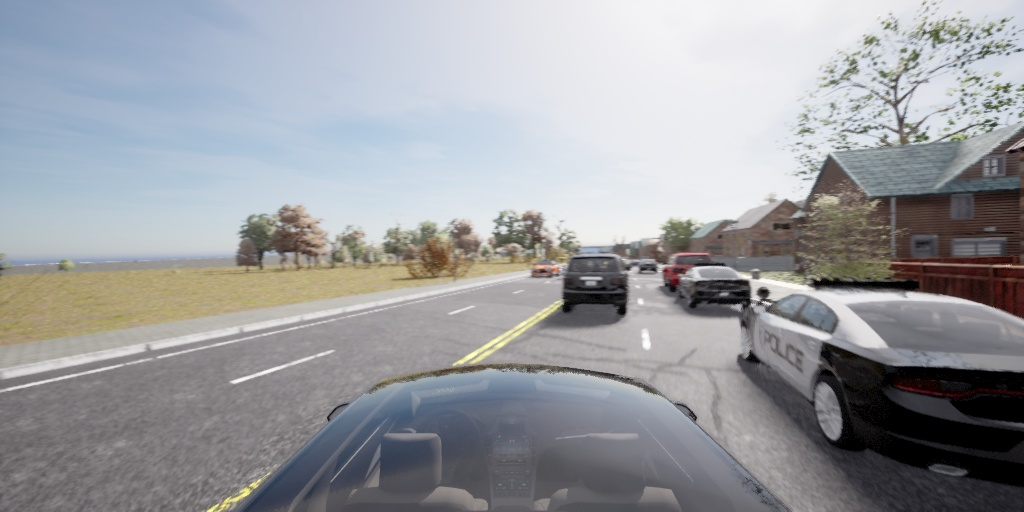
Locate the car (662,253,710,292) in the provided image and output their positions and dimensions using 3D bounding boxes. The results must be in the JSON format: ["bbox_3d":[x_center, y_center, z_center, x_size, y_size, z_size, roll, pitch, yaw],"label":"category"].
[{"bbox_3d":[9.755,0.855,20.044,2.150,2.045,5.566,-1,0,18],"label":"car"}]

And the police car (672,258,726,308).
[{"bbox_3d":[7.884,1.072,14.388,1.930,1.638,5.238,-1,0,19],"label":"police car"}]

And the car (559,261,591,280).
[{"bbox_3d":[5.783,1.235,32.426,2.128,1.511,4.902,-1,0,18],"label":"car"}]

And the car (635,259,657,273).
[{"bbox_3d":[15.074,1.109,40.038,1.837,1.490,4.892,-1,0,17],"label":"car"}]

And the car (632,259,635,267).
[{"bbox_3d":[21.203,1.186,61.096,1.895,1.301,4.718,-1,0,15],"label":"car"}]

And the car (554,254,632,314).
[{"bbox_3d":[3.342,0.946,13.824,2.150,2.045,5.566,-1,0,19],"label":"car"}]

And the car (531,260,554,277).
[{"bbox_3d":[3.315,1.149,35.432,2.097,1.767,4.553,-1,0,17],"label":"car"}]

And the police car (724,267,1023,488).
[{"bbox_3d":[4.637,1.102,4.859,1.930,1.638,5.238,-1,0,19],"label":"police car"}]
